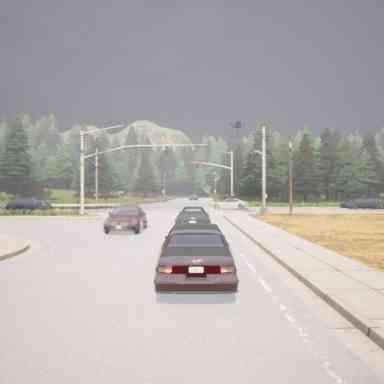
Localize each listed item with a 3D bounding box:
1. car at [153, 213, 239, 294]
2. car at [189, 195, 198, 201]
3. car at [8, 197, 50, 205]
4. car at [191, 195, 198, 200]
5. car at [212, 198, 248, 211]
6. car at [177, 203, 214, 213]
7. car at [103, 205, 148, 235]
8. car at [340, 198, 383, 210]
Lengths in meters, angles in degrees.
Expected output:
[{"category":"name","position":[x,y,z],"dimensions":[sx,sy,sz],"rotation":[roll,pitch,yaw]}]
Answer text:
[{"category":"car","position":[0.088,1.539,8.907],"dimensions":[2.033,1.411,5.357],"rotation":[0,0,0]},{"category":"car","position":[0.314,1.490,81.797],"dimensions":[1.895,1.301,4.718],"rotation":[0,0,2]},{"category":"car","position":[-18.017,1.389,37.088],"dimensions":[4.553,1.767,2.097],"rotation":[0,0,1]},{"category":"car","position":[0.687,1.433,91.776],"dimensions":[1.994,1.385,4.181],"rotation":[0,0,2]},{"category":"car","position":[4.479,1.484,40.354],"dimensions":[4.674,1.442,1.812],"rotation":[0,0,1]},{"category":"car","position":[0.078,1.538,19.513],"dimensions":[1.994,1.385,4.181],"rotation":[0,0,1]},{"category":"car","position":[-3.614,1.495,18.773],"dimensions":[1.812,1.442,4.674],"rotation":[0,0,0]},{"category":"car","position":[20.805,1.460,40.036],"dimensions":[5.357,1.411,2.033],"rotation":[0,0,1]}]
